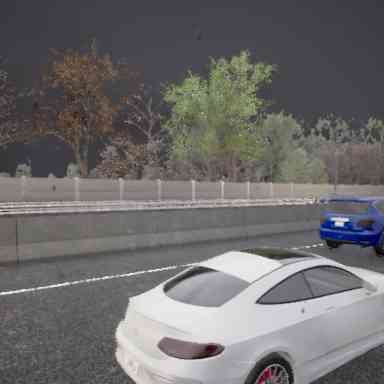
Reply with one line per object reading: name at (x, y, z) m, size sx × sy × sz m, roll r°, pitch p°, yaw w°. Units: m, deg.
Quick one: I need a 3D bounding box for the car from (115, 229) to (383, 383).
car at (1.286, 1.519, 4.614) m, size 4.674 × 1.442 × 1.812 m, roll 0°, pitch 0°, yaw -35°

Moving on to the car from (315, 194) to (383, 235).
car at (7.335, 1.204, 13.128) m, size 5.566 × 2.045 × 2.150 m, roll 0°, pitch 0°, yaw -35°

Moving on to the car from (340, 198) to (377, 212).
car at (19.564, 1.469, 39.023) m, size 4.892 × 1.490 × 1.837 m, roll 0°, pitch 0°, yaw -35°

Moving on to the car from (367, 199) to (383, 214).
car at (20.763, 1.529, 35.591) m, size 4.181 × 1.385 × 1.994 m, roll 0°, pitch 0°, yaw -35°
